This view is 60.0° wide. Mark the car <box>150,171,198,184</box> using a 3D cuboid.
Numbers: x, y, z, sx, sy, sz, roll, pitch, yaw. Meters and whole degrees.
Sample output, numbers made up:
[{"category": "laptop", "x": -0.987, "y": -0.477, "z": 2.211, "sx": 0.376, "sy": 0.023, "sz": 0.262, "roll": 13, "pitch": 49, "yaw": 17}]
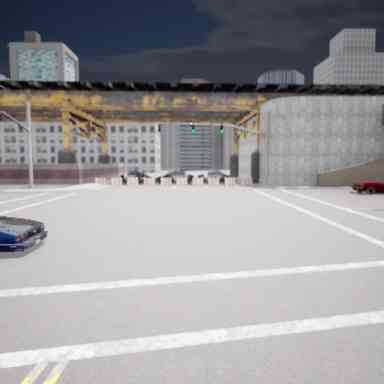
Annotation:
[{"category": "car", "x": -2.153, "y": -1.816, "z": 40.944, "sx": 4.974, "sy": 1.542, "sz": 2.038, "roll": -4, "pitch": 6, "yaw": -36}]

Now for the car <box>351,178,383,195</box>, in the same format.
[{"category": "car", "x": 15.876, "y": -0.496, "z": 27.557, "sx": 4.718, "sy": 1.301, "sz": 1.895, "roll": 0, "pitch": 5, "yaw": -1}]

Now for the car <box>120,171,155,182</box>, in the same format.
[{"category": "car", "x": -6.799, "y": -1.978, "z": 40.972, "sx": 4.536, "sy": 1.218, "sz": 1.853, "roll": 5, "pitch": 7, "yaw": 44}]

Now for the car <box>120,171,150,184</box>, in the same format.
[{"category": "car", "x": -6.761, "y": -1.818, "z": 40.950, "sx": 4.974, "sy": 1.542, "sz": 2.038, "roll": 5, "pitch": 7, "yaw": 44}]

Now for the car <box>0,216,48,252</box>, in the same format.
[{"category": "car", "x": -7.170, "y": 1.078, "z": 9.567, "sx": 5.357, "sy": 1.411, "sz": 2.033, "roll": 0, "pitch": 5, "yaw": -3}]

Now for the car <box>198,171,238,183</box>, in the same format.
[{"category": "car", "x": 3.216, "y": -1.882, "z": 41.711, "sx": 4.974, "sy": 1.542, "sz": 2.038, "roll": 3, "pitch": 6, "yaw": 29}]

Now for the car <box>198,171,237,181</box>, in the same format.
[{"category": "car", "x": 3.171, "y": -2.041, "z": 41.722, "sx": 4.536, "sy": 1.218, "sz": 1.853, "roll": 3, "pitch": 6, "yaw": 29}]

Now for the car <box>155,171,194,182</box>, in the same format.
[{"category": "car", "x": -2.112, "y": -1.976, "z": 40.961, "sx": 4.536, "sy": 1.218, "sz": 1.853, "roll": -4, "pitch": 6, "yaw": -36}]
